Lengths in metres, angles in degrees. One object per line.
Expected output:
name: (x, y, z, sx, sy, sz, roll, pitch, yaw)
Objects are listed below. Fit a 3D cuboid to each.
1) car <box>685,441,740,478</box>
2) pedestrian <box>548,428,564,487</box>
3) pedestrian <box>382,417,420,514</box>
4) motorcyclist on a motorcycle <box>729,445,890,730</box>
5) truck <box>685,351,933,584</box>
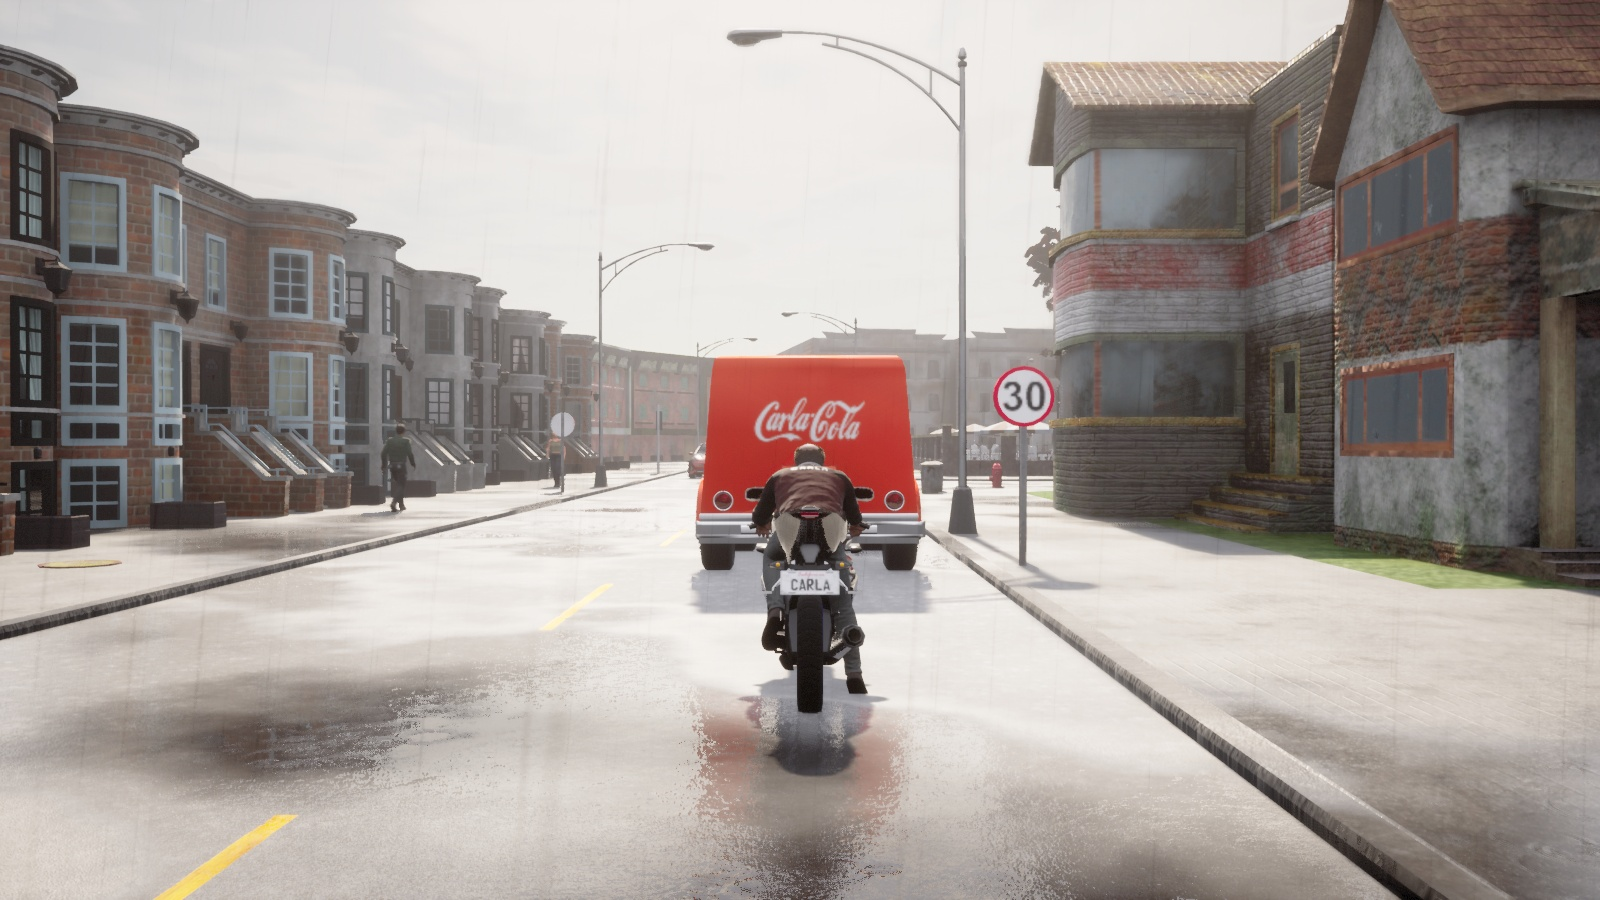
car: (-3.700, 0.387, 53.783, 2.007, 1.525, 4.514, 0, 0, 0)
pedestrian: (-7.573, 0.230, 38.913, 0.345, 1.836, 0.594, 0, 0, 4)
pedestrian: (-8.095, 0.306, 25.476, 0.423, 1.949, 0.788, 0, 0, 9)
motorcyclist on a motorcycle: (0.059, 0.737, 7.850, 0.866, 1.530, 2.191, 0, 0, 0)
truck: (0.105, 0.170, 15.910, 2.627, 2.467, 5.204, 0, 0, 0)
